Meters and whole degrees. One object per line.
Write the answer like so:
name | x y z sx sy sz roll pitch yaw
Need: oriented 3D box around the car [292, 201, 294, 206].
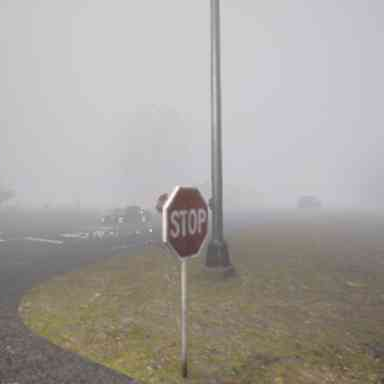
car | 21.962 2.008 67.965 1.812 1.442 4.674 -1 -1 34

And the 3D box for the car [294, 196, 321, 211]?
car | 16.936 1.577 47.904 2.150 2.045 5.566 -1 -1 34

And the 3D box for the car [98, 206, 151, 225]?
car | -5.421 1.910 27.167 1.837 1.490 4.892 -1 0 34
